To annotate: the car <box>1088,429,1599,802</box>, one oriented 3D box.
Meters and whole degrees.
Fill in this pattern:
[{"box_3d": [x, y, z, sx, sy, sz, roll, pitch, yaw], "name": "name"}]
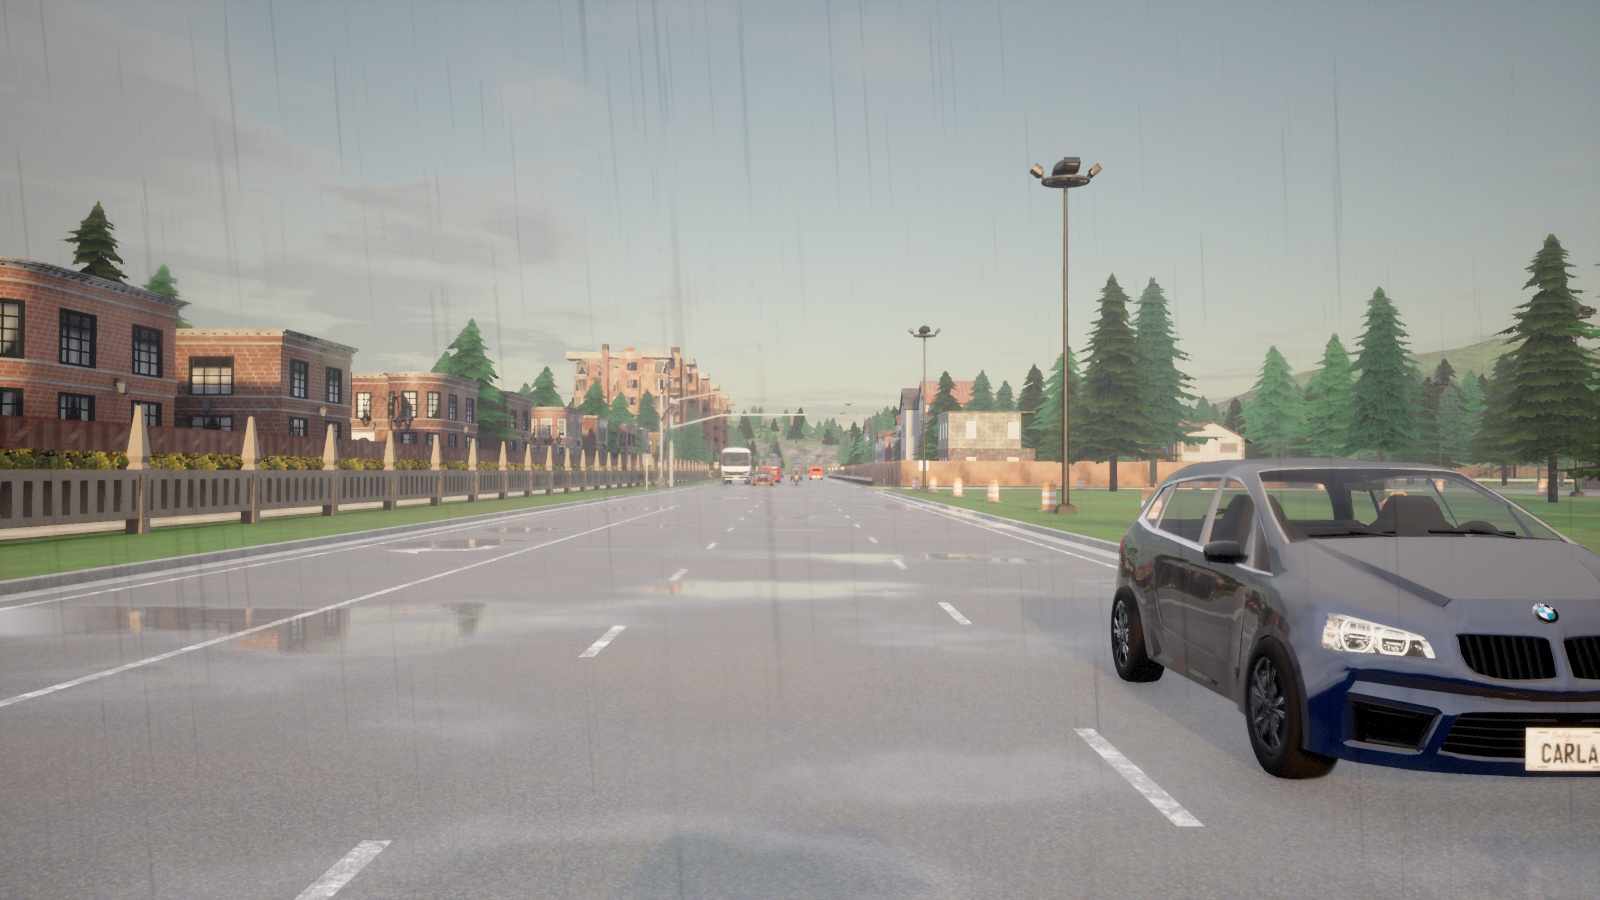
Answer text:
[{"box_3d": [3.480, 0.778, 7.948, 2.242, 1.667, 4.611, 0, -1, 0], "name": "car"}]
